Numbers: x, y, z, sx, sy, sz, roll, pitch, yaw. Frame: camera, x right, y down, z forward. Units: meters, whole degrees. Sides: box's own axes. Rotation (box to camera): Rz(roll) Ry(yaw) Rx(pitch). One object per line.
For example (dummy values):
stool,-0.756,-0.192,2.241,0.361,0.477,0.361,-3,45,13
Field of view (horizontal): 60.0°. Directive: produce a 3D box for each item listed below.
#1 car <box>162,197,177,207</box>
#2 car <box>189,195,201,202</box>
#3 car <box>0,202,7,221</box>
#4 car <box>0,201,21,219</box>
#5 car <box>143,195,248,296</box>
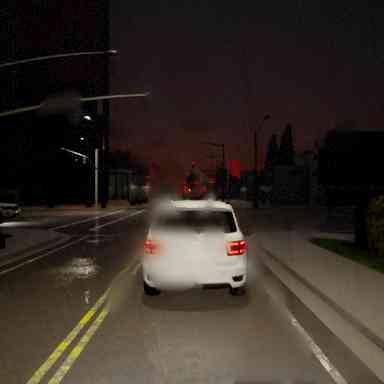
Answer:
car,-3.530,1.564,52.961,1.994,1.385,4.181,0,0,0
car,0.839,1.465,78.688,1.882,1.535,5.008,0,0,12
car,-16.219,1.667,24.062,4.181,1.385,1.994,-1,0,0
car,-17.298,1.339,27.558,5.566,2.045,2.150,-1,0,0
car,0.080,1.221,8.818,2.150,2.045,5.566,0,0,0
